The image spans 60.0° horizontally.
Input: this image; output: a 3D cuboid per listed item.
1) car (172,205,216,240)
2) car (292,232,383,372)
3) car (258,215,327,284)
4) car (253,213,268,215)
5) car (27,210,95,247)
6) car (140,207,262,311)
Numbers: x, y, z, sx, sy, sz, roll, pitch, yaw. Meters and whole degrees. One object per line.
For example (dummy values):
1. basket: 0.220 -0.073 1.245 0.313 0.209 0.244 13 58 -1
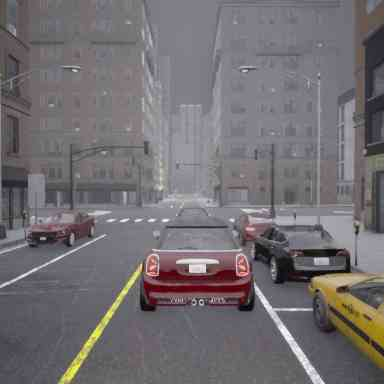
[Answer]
1. car: 0.066 1.541 18.144 2.033 1.411 5.357 0 0 0
2. car: 2.859 1.524 3.985 1.752 1.417 4.829 -1 0 0
3. car: 2.850 1.562 9.401 1.947 1.339 4.313 -1 0 0
4. car: 2.841 1.576 14.987 1.802 1.307 4.206 -1 0 0
5. car: -5.705 1.539 14.969 1.887 1.381 4.507 -1 0 0
6. car: 0.087 1.349 7.905 2.097 1.767 4.553 0 0 0
